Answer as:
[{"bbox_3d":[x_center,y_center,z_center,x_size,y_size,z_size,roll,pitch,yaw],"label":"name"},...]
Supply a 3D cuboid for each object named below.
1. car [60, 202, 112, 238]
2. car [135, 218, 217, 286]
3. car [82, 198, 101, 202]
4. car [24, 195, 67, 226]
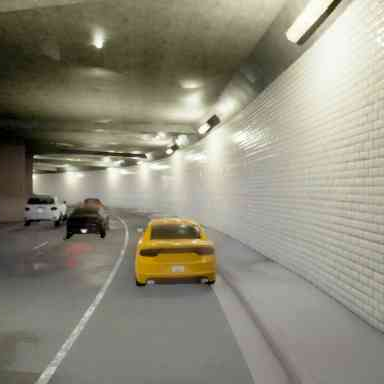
[{"bbox_3d":[-5.454,1.507,17.739,1.837,1.490,4.892,0,0,-11],"label":"car"},{"bbox_3d":[-0.553,1.477,9.496,1.882,1.535,5.008,0,0,-6],"label":"car"},{"bbox_3d":[-10.218,1.352,33.426,2.097,1.767,4.553,0,0,-24],"label":"car"},{"bbox_3d":[-10.310,1.224,23.666,2.150,2.045,5.566,0,0,-15],"label":"car"}]
